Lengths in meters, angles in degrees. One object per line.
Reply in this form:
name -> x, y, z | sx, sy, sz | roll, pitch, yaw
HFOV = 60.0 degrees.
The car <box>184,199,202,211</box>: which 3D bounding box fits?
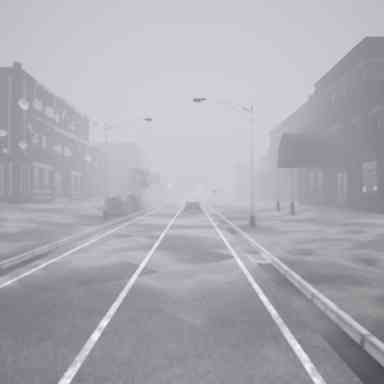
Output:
car -> 0.102, 1.511, 39.488 | 1.812, 1.442, 4.674 | 0, 0, 0
